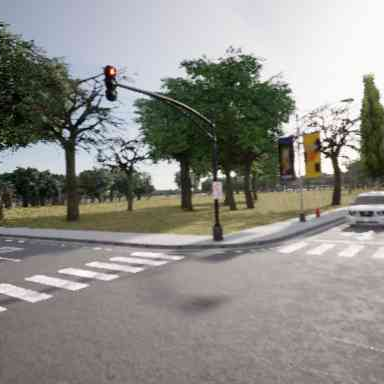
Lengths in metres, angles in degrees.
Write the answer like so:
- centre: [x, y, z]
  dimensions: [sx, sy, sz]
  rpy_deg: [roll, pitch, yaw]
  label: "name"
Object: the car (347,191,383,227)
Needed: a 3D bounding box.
- centre: [11.163, 1.053, 20.423]
  dimensions: [2.150, 2.045, 5.566]
  rpy_deg: [-3, 1, 37]
  label: "car"
